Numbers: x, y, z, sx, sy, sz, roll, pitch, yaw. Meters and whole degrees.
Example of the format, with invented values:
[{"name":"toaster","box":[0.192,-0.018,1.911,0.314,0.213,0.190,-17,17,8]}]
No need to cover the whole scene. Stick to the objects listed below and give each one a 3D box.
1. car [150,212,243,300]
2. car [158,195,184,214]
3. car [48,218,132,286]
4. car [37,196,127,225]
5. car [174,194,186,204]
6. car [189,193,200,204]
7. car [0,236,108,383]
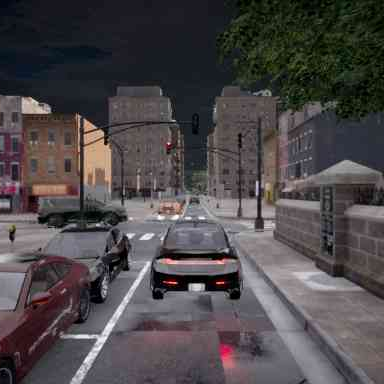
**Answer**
[{"name":"car","box":[0.093,1.492,8.379,2.128,1.511,4.902,0,0,0]},{"name":"car","box":[-2.287,1.346,34.776,2.097,1.767,4.553,0,0,1]},{"name":"car","box":[-2.629,1.566,8.200,1.947,1.339,4.313,0,0,0]},{"name":"car","box":[-7.043,1.284,21.639,5.566,2.045,2.150,-1,0,-9]},{"name":"car","box":[-2.212,1.340,63.825,2.097,1.767,4.553,0,0,0]},{"name":"car","box":[0.443,1.492,62.643,1.837,1.490,4.892,0,0,0]},{"name":"car","box":[-2.632,1.582,4.538,1.802,1.307,4.206,0,0,0]}]
